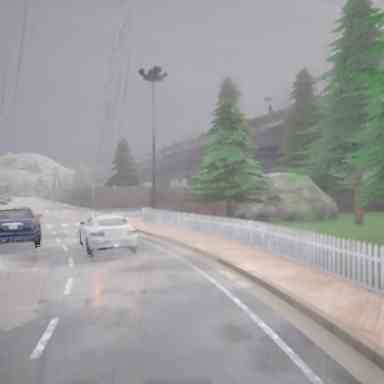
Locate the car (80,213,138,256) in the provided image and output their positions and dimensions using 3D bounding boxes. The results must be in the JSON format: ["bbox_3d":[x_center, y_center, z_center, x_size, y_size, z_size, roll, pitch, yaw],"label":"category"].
[{"bbox_3d":[-3.462,1.587,13.491,1.812,1.442,4.674,0,0,-23],"label":"car"}]

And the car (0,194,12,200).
[{"bbox_3d":[-37.571,1.824,65.989,2.097,1.767,4.553,0,0,-27],"label":"car"}]

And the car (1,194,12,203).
[{"bbox_3d":[-45.024,1.565,80.698,2.150,2.045,5.566,0,0,-27],"label":"car"}]

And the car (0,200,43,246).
[{"bbox_3d":[-8.110,1.456,15.388,2.097,1.767,4.553,0,0,-24],"label":"car"}]
